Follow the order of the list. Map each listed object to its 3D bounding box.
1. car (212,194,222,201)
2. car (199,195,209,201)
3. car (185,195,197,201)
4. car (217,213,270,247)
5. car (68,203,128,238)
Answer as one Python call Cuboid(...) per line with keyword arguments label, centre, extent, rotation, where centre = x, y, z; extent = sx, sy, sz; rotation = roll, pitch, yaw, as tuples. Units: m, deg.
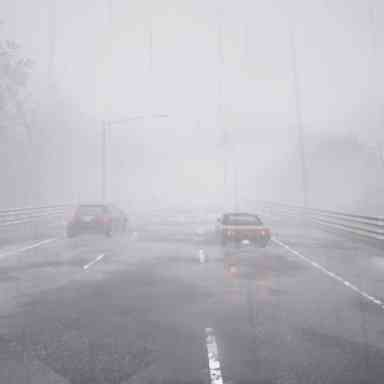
Cuboid(label="car", centre=(6.430, 1.426, 86.264), extent=(2.097, 1.767, 4.553), rotation=(0, 0, 6))
Cuboid(label="car", centre=(2.871, 1.664, 85.870), extent=(1.895, 1.301, 4.718), rotation=(0, 0, 6))
Cuboid(label="car", centre=(-0.658, 1.608, 85.766), extent=(2.033, 1.411, 5.357), rotation=(0, 0, 6))
Cuboid(label="car", centre=(2.113, 1.603, 14.991), extent=(1.895, 1.301, 4.718), rotation=(0, 0, 1))
Cuboid(label="car", centre=(-4.821, 1.354, 17.656), extent=(2.097, 1.767, 4.553), rotation=(0, 0, 1))
